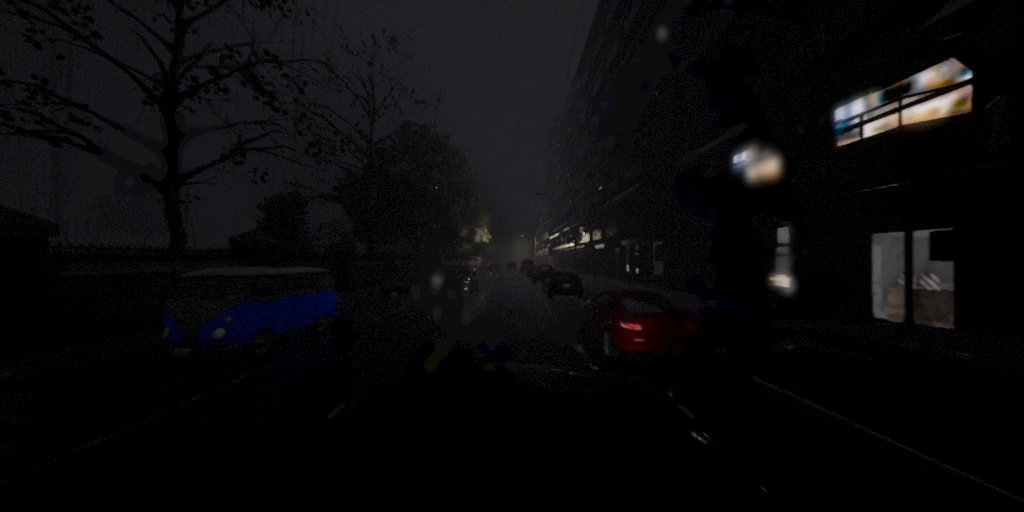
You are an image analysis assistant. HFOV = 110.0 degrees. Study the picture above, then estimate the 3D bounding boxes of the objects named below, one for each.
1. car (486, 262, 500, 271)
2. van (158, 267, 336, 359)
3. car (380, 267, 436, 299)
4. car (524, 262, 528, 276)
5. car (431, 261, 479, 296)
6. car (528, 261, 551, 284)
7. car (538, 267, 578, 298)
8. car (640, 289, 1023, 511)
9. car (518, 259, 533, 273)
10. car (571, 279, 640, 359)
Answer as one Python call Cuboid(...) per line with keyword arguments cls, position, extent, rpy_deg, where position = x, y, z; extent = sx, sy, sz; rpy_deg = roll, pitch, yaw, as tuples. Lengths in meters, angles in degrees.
Cuboid(cls="car", position=(-3.064, 1.890, 63.015), extent=(2.128, 1.511, 4.902), rpy_deg=(0, -1, 1))
Cuboid(cls="van", position=(-5.692, 1.155, 8.280), extent=(1.690, 1.789, 3.998), rpy_deg=(0, 0, 0))
Cuboid(cls="car", position=(-5.698, 1.493, 19.541), extent=(1.948, 1.339, 4.313), rpy_deg=(0, 0, 0))
Cuboid(cls="car", position=(2.671, 1.691, 42.234), extent=(1.751, 1.417, 4.829), rpy_deg=(0, 0, 0))
Cuboid(cls="car", position=(-3.109, 1.290, 20.619), extent=(2.097, 1.767, 4.553), rpy_deg=(0, -1, 0))
Cuboid(cls="car", position=(2.677, 1.484, 30.804), extent=(1.967, 1.591, 4.097), rpy_deg=(0, 0, 0))
Cuboid(cls="car", position=(2.682, 1.494, 19.545), extent=(1.948, 1.339, 4.313), rpy_deg=(0, 0, 0))
Cuboid(cls="car", position=(2.691, 1.200, 2.655), extent=(1.967, 1.591, 4.097), rpy_deg=(0, 0, 0))
Cuboid(cls="car", position=(2.367, 1.544, 55.756), extent=(2.150, 2.045, 5.566), rpy_deg=(0, -1, 0))
Cuboid(cls="car", position=(2.688, 1.398, 8.285), extent=(1.802, 1.307, 4.207), rpy_deg=(0, 0, 0))
